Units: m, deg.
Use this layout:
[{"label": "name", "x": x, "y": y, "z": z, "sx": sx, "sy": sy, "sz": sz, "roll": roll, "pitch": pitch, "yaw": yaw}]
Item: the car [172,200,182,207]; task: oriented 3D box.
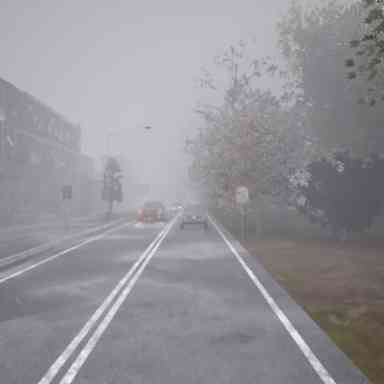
[{"label": "car", "x": -3.021, "y": 2.376, "z": 68.608, "sx": 1.994, "sy": 1.385, "sz": 4.181, "roll": 0, "pitch": -1, "yaw": 0}]

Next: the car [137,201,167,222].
[{"label": "car", "x": -3.294, "y": 1.551, "z": 28.086, "sx": 2.097, "sy": 1.767, "sz": 4.553, "roll": 0, "pitch": -1, "yaw": 0}]

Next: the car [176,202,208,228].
[{"label": "car", "x": 0.138, "y": 1.689, "z": 23.378, "sx": 2.033, "sy": 1.411, "sz": 5.357, "roll": 0, "pitch": -1, "yaw": 0}]
